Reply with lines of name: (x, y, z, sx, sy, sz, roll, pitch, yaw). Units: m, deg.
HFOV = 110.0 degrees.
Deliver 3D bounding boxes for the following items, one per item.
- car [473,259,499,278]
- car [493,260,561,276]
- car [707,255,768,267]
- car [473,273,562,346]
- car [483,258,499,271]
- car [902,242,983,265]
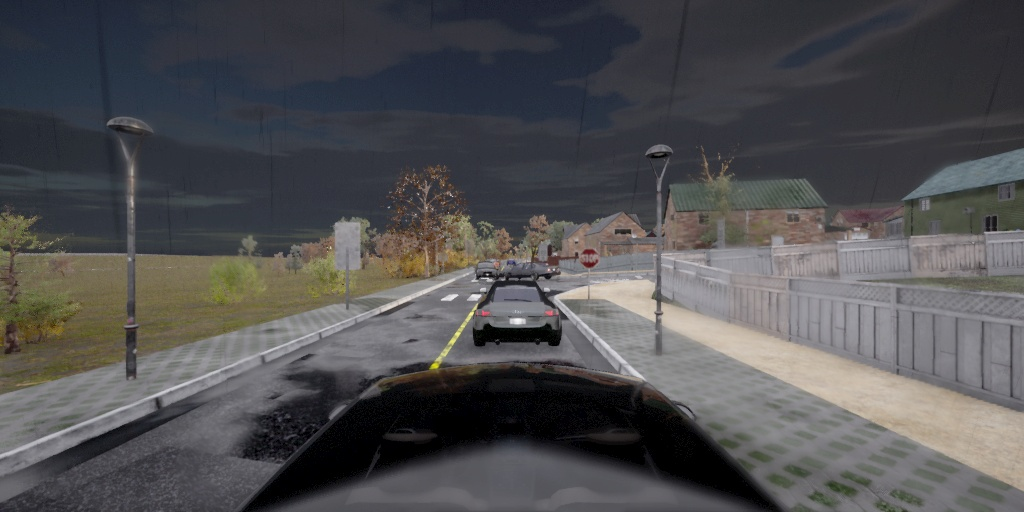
car: (-2.312, 1.256, 31.302, 1.837, 1.490, 4.892, 0, 0, -8)
car: (1.282, 1.196, 28.398, 5.357, 1.411, 2.033, -4, -3, 43)
car: (14.344, 0.412, 22.801, 4.181, 1.385, 1.994, -3, 0, 16)
car: (0.086, 1.313, 9.381, 1.994, 1.385, 4.181, 0, 0, -1)
car: (-2.949, 1.118, 51.118, 2.097, 1.767, 4.553, 0, 0, 1)
car: (23.850, -0.209, 20.399, 4.902, 1.511, 2.128, -3, 0, 14)
